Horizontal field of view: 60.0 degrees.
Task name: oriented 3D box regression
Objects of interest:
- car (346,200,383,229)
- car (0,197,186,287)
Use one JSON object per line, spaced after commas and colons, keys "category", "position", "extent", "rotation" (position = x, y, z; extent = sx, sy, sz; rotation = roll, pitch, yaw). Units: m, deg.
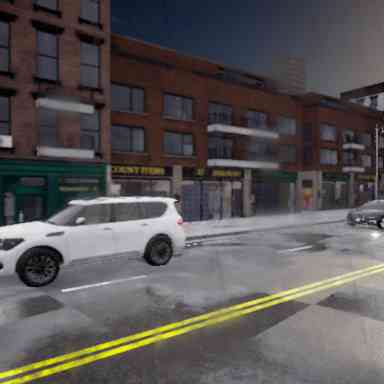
{"category": "car", "position": [10.996, 1.250, 19.517], "extent": [4.892, 1.490, 1.837], "rotation": [-1, 0, -35]}
{"category": "car", "position": [-2.778, 1.183, 9.645], "extent": [5.566, 2.045, 2.150], "rotation": [-1, 0, -37]}
